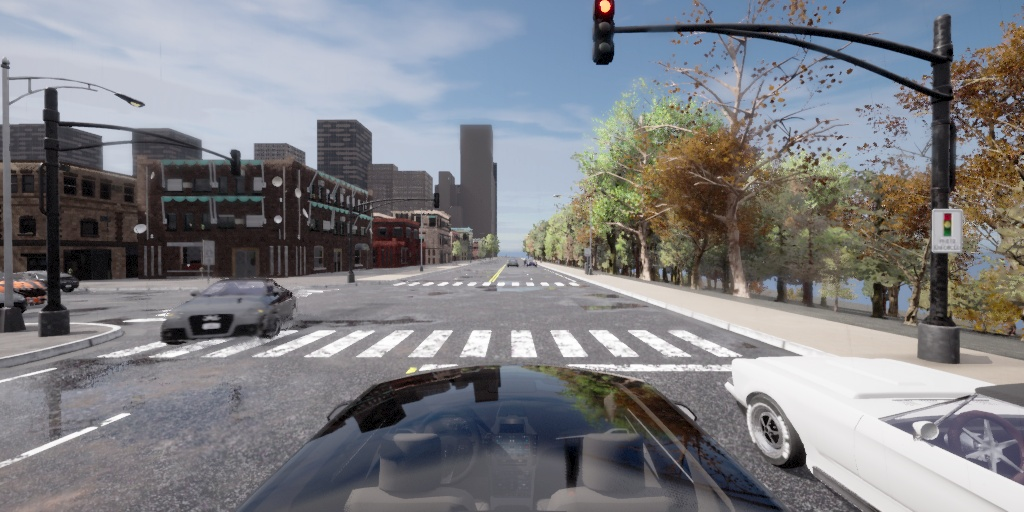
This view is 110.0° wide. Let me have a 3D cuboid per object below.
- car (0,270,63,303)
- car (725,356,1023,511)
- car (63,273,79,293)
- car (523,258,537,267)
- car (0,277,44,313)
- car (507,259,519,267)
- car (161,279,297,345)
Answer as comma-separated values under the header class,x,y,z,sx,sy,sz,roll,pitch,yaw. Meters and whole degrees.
class,x,y,z,sx,sy,sz,roll,pitch,yaw
car,-22.865,1.356,15.285,4.553,1.767,2.097,-1,1,0
car,3.350,1.351,1.927,1.895,1.301,4.718,0,0,0
car,-28.260,1.560,21.096,4.403,1.370,2.007,0,0,0
car,3.417,1.327,63.712,1.895,1.301,4.718,0,0,0
car,-19.936,1.565,12.575,4.313,1.339,1.948,0,0,0
car,0.155,1.290,63.434,1.994,1.385,4.181,0,0,1
car,-7.156,1.314,9.547,1.994,1.385,4.181,0,0,-21
